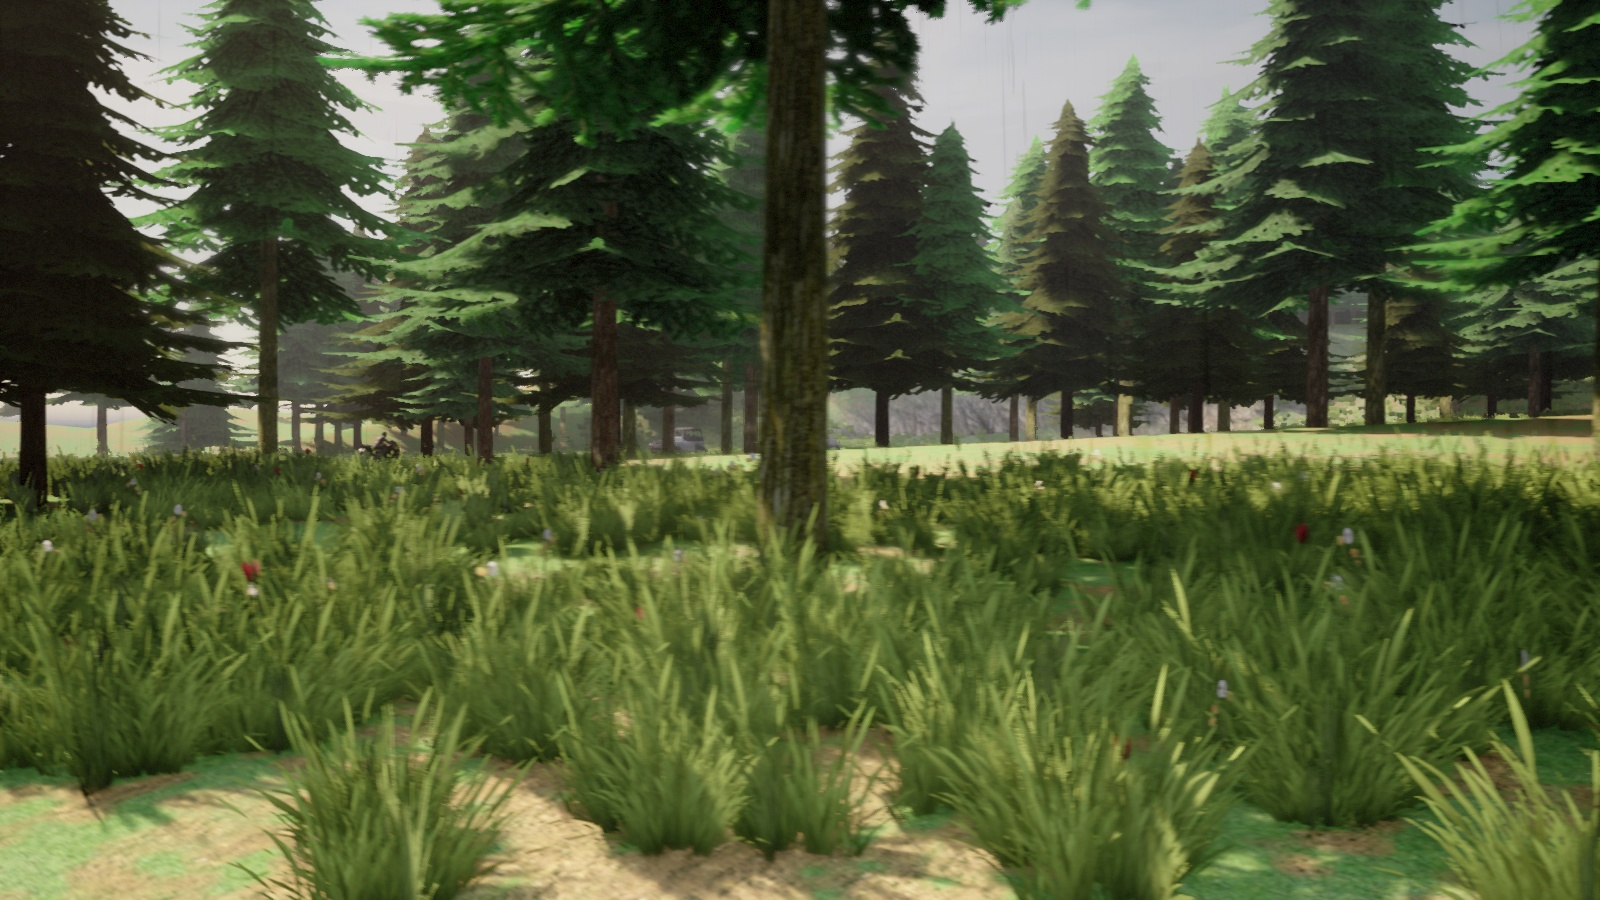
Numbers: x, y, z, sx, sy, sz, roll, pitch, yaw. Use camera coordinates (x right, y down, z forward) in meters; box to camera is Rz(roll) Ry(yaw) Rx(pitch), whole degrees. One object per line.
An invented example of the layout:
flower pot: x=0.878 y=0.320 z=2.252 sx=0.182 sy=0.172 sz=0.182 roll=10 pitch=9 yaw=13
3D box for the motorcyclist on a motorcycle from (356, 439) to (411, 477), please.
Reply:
motorcyclist on a motorcycle: x=-16.897 y=0.311 z=50.967 sx=0.797 sy=1.523 sz=2.044 roll=0 pitch=1 yaw=33

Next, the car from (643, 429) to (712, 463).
car: x=-6.995 y=-0.253 z=72.048 sx=1.905 sy=1.878 sz=3.866 roll=0 pitch=1 yaw=33
